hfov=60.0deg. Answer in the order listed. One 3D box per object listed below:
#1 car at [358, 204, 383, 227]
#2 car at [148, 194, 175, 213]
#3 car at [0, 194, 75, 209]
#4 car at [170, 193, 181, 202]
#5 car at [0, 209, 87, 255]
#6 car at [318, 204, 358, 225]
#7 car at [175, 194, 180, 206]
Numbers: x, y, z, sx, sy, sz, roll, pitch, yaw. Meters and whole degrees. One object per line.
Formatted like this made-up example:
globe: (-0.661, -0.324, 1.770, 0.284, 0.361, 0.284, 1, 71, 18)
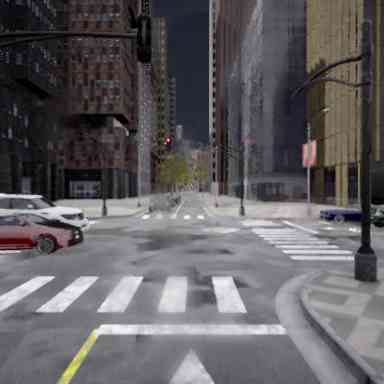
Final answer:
car: (13.042, 1.112, 19.106, 5.566, 2.045, 2.150, 0, 0, 0)
car: (-3.156, 1.138, 33.849, 2.097, 1.767, 4.553, 0, 0, 0)
car: (-7.890, 1.119, 15.699, 5.566, 2.045, 2.150, 0, 0, 0)
car: (-3.165, 1.072, 64.463, 1.882, 1.535, 5.008, 0, 0, 0)
car: (-6.289, 1.487, 12.450, 4.181, 1.385, 1.994, 0, 0, 0)
car: (11.058, 1.462, 22.364, 4.718, 1.301, 1.895, 0, 0, 0)
car: (-3.165, 1.214, 43.900, 2.128, 1.511, 4.902, 0, 0, 0)
